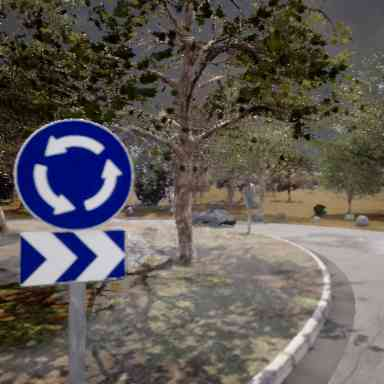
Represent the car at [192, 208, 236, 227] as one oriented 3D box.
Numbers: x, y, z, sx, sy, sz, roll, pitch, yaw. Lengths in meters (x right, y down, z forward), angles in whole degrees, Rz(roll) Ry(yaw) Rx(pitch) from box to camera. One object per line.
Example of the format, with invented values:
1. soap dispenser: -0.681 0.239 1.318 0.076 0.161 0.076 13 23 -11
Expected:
1. car: 1.498 2.012 26.743 1.994 1.385 4.181 1 -2 -44
